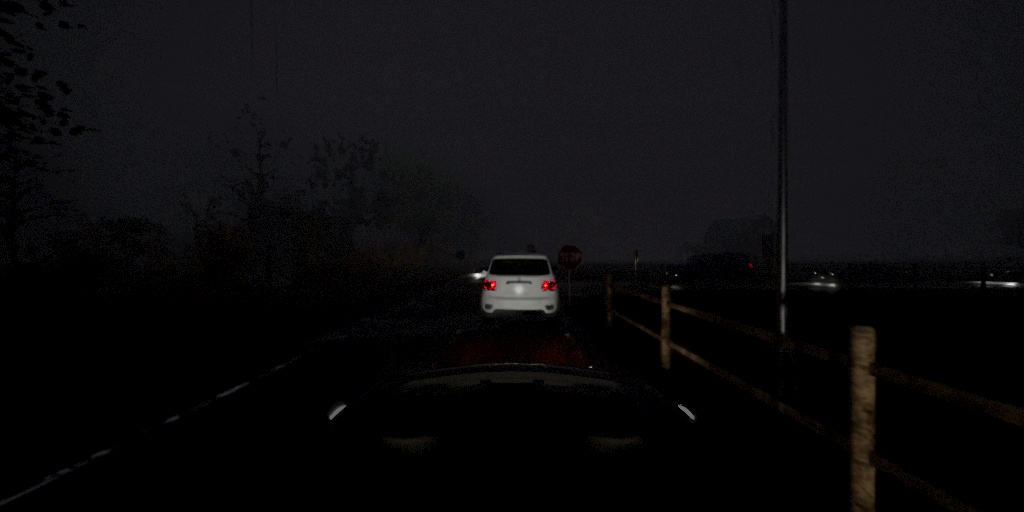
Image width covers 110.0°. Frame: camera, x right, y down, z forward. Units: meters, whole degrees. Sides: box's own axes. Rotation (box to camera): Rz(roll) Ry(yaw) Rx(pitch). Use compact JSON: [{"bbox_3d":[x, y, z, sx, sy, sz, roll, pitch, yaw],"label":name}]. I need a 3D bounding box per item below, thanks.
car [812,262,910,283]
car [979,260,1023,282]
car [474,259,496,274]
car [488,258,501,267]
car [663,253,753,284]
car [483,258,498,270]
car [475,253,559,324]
[{"bbox_3d":[23.841,1.086,24.546,5.357,1.411,2.033,0,0,-1],"label":"car"},{"bbox_3d":[35.357,1.013,24.722,4.674,1.442,1.812,0,0,-1],"label":"car"},{"bbox_3d":[-2.842,1.096,38.887,2.033,1.411,5.357,0,0,0],"label":"car"},{"bbox_3d":[-2.820,0.984,58.603,1.994,1.385,4.181,0,0,0],"label":"car"},{"bbox_3d":[13.249,0.806,24.381,5.566,2.045,2.150,0,0,0],"label":"car"},{"bbox_3d":[-2.835,1.013,48.578,1.812,1.442,4.674,0,0,0],"label":"car"},{"bbox_3d":[0.356,0.920,11.947,2.150,2.045,5.566,0,0,4],"label":"car"}]
